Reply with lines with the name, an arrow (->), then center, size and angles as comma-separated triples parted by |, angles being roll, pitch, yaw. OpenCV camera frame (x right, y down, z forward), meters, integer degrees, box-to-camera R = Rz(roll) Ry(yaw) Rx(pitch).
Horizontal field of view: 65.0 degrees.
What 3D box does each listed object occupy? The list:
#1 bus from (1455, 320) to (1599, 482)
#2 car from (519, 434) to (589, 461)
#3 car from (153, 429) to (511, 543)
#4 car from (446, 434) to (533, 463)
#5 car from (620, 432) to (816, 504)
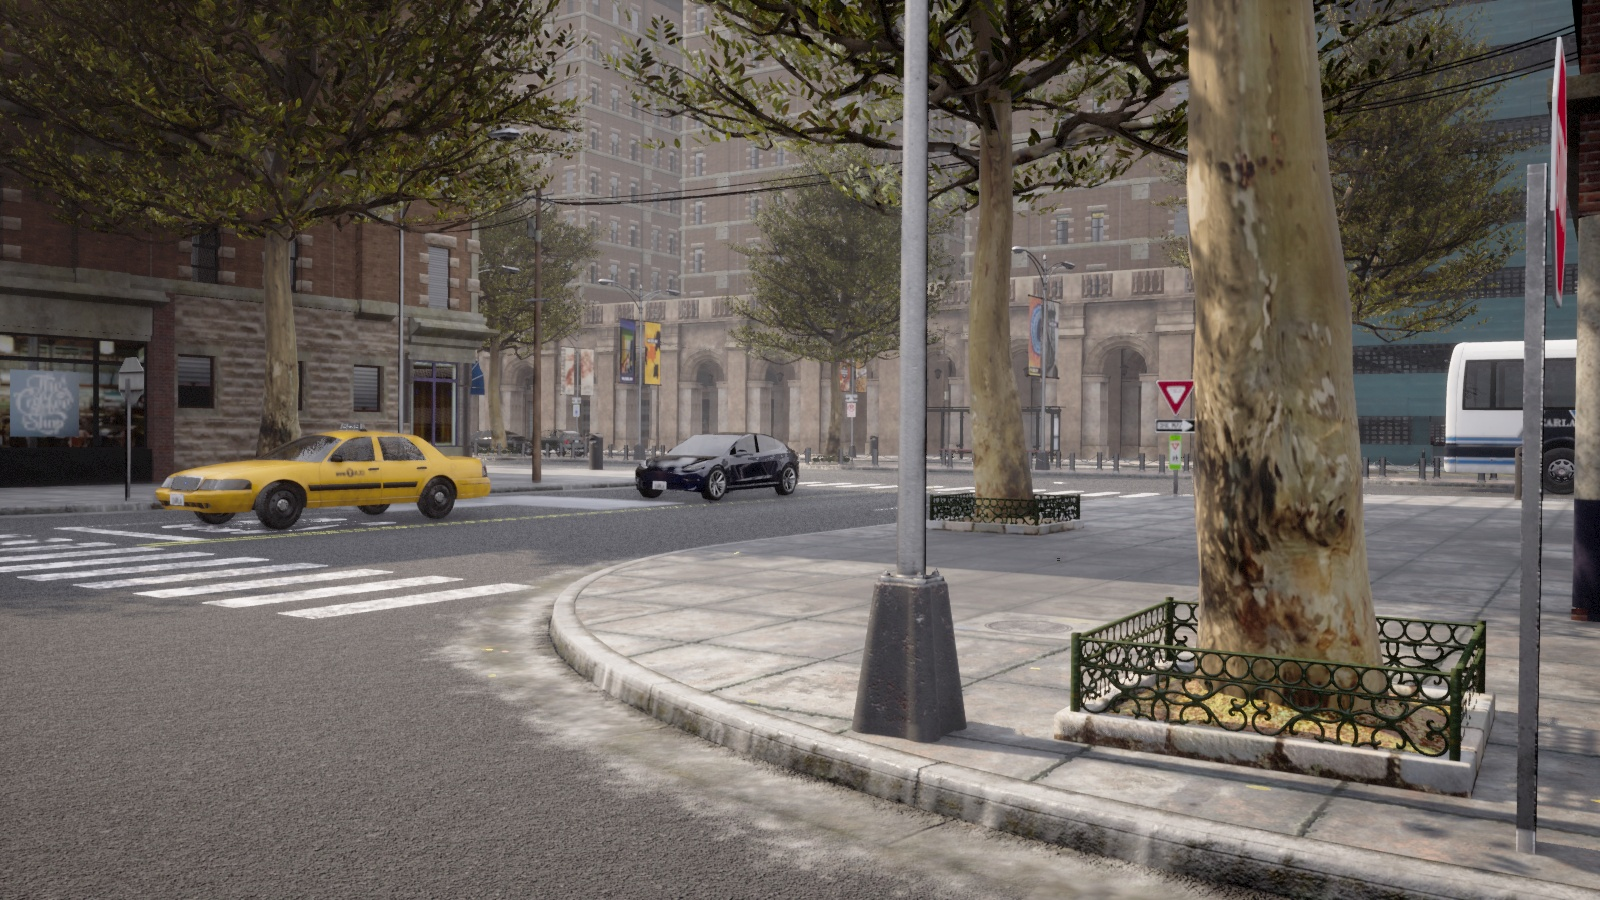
bus -> 23.491, -1.316, 33.571 | 10.273, 4.253, 3.944 | 0, 1, 33
car -> -14.131, -0.147, 72.087 | 3.705, 1.549, 1.789 | 0, 1, 33
car -> -7.281, 0.460, 20.214 | 1.801, 1.575, 5.366 | 0, 1, 33
car -> -17.338, -0.065, 70.008 | 4.892, 1.490, 1.837 | -1, 0, 33
car -> -1.765, 0.353, 28.872 | 2.163, 1.488, 4.792 | 0, 1, 30
